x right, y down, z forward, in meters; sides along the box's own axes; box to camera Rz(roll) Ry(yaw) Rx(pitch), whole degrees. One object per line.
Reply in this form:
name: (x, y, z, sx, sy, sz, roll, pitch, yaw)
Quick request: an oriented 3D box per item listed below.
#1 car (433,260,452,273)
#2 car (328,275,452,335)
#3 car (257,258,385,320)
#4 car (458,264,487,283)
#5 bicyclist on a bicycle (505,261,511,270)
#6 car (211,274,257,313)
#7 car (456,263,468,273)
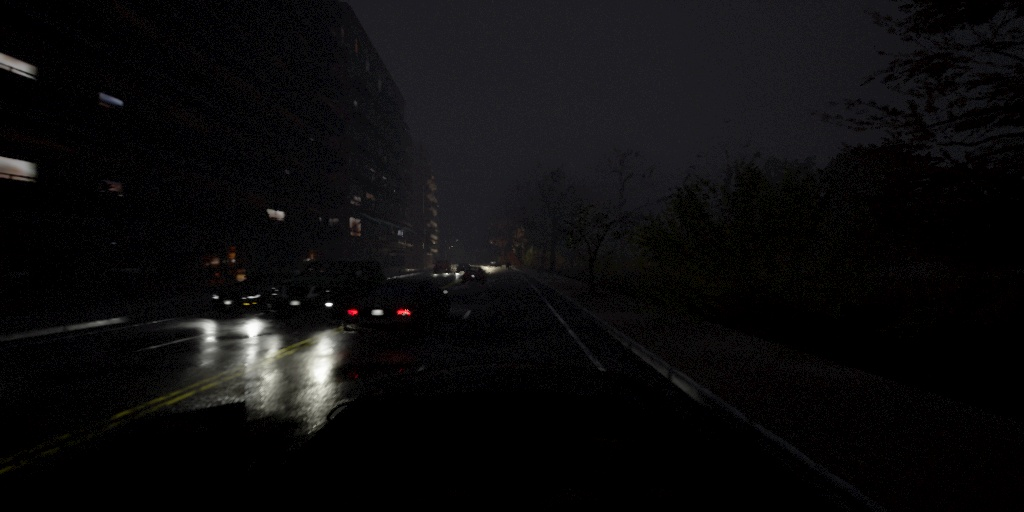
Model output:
car: (-10.722, 1.568, 55.653, 2.150, 2.045, 5.566, 0, -1, -2)
car: (-3.152, 1.399, 10.908, 2.033, 1.411, 5.357, 0, -1, 0)
car: (-6.604, 1.104, 13.679, 2.150, 2.045, 5.566, 0, -1, 0)
car: (-3.270, 1.647, 31.740, 1.994, 1.385, 4.181, 0, -1, -1)
bicyclist on a bicycle: (-0.453, 1.797, 63.668, 0.659, 1.776, 1.843, 0, 0, -4)
car: (-9.857, 1.401, 14.858, 1.837, 1.490, 4.892, 0, -1, 0)
car: (-7.446, 1.844, 55.040, 1.837, 1.490, 4.892, 0, -1, -2)
